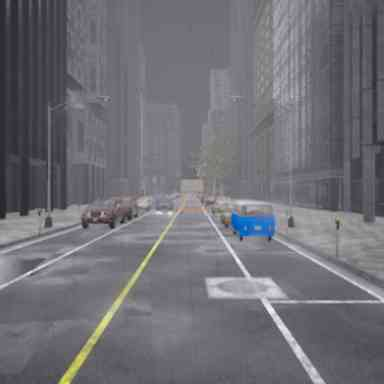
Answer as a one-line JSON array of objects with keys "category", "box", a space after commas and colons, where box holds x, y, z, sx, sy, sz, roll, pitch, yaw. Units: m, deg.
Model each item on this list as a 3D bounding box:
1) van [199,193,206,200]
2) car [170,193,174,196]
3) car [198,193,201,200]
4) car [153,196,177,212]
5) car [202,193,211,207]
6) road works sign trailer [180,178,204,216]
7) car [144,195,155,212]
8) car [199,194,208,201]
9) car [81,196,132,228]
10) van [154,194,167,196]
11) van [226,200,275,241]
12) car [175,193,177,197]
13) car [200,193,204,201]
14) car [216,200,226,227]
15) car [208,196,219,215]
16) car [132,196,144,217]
[{"category": "van", "box": [2.851, 1.259, 89.611, 1.690, 1.788, 3.998, 0, 0, 0]}, {"category": "car", "box": [-5.673, 1.354, 72.705, 1.967, 1.590, 4.097, 0, 0, 0]}, {"category": "car", "box": [2.853, 1.228, 67.053, 2.192, 1.841, 5.009, 0, 0, 0]}, {"category": "car", "box": [-3.097, 1.509, 38.550, 1.994, 1.385, 4.181, 0, 0, 0]}, {"category": "car", "box": [2.855, 1.364, 50.135, 1.967, 1.590, 4.097, 0, 0, 0]}, {"category": "road works sign trailer", "box": [-0.003, 0.423, 32.527, 2.380, 3.560, 2.880, 0, 0, 0]}, {"category": "car", "box": [-5.670, 1.471, 38.664, 1.752, 1.417, 4.829, 0, 0, 1]}, {"category": "car", "box": [2.851, 1.357, 83.971, 1.967, 1.590, 4.097, 0, 0, 0]}, {"category": "car", "box": [-5.668, 1.294, 21.955, 2.192, 1.841, 5.009, 0, 0, 0]}, {"category": "van", "box": [-5.671, 1.259, 55.788, 1.690, 1.788, 3.998, 0, 0, 0]}, {"category": "van", "box": [2.858, 1.330, 16.294, 1.690, 1.788, 3.998, 0, 0, 0]}, {"category": "car", "box": [-5.675, 1.500, 89.622, 1.802, 1.307, 4.206, 0, 0, 0]}, {"category": "car", "box": [2.854, 1.358, 55.773, 1.967, 1.590, 4.097, 0, 0, 0]}, {"category": "car", "box": [2.858, 1.504, 22.106, 1.752, 1.417, 4.829, 0, 0, 0]}, {"category": "car", "box": [2.863, 1.481, 33.419, 1.752, 1.417, 4.829, 0, 0, 1]}, {"category": "car", "box": [-5.669, 1.284, 27.596, 2.192, 1.841, 5.009, 0, 0, 0]}]
